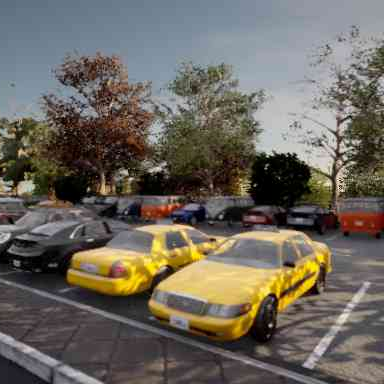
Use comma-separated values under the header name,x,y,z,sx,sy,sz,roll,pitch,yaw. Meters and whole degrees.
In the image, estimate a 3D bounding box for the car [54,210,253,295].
name,x,y,z,sx,sy,sz,roll,pitch,yaw
car,-0.542,1.492,8.718,1.946,1.575,5.366,0,0,36

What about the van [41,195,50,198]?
name,x,y,z,sx,sy,sz,roll,pitch,yaw
van,-17.685,1.389,37.146,1.878,1.987,4.442,0,0,36

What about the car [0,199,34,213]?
name,x,y,z,sx,sy,sz,roll,pitch,yaw
car,-22.146,1.641,40.217,2.097,1.535,5.008,0,0,36

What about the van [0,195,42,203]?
name,x,y,z,sx,sy,sz,roll,pitch,yaw
van,-9.580,1.301,15.159,1.878,1.987,4.442,0,0,36

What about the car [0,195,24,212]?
name,x,y,z,sx,sy,sz,roll,pitch,yaw
car,-24.507,1.403,41.894,2.435,2.045,5.566,0,0,36

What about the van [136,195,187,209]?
name,x,y,z,sx,sy,sz,roll,pitch,yaw
van,-1.863,1.296,25.720,1.878,1.987,4.442,0,0,36

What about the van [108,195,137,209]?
name,x,y,z,sx,sy,sz,roll,pitch,yaw
van,-4.246,1.309,27.153,1.878,1.987,4.442,0,0,36

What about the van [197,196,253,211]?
name,x,y,z,sx,sy,sz,roll,pitch,yaw
van,2.509,1.272,22.285,1.878,1.987,4.442,0,0,35

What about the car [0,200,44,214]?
name,x,y,z,sx,sy,sz,roll,pitch,yaw
car,-19.898,1.668,38.597,2.002,1.452,4.674,0,0,36

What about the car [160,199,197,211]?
name,x,y,z,sx,sy,sz,roll,pitch,yaw
car,0.318,1.508,24.008,2.097,1.535,5.008,0,0,36

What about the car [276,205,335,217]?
name,x,y,z,sx,sy,sz,roll,pitch,yaw
car,6.961,1.520,19.240,2.163,1.488,4.792,0,0,36

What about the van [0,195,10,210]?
name,x,y,z,sx,sy,sz,roll,pitch,yaw
van,-26.669,1.442,43.634,1.878,1.987,4.442,0,0,36

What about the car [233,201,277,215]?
name,x,y,z,sx,sy,sz,roll,pitch,yaw
car,4.822,1.520,20.785,2.163,1.488,4.792,0,0,36

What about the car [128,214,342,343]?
name,x,y,z,sx,sy,sz,roll,pitch,yaw
car,1.391,1.497,6.864,1.946,1.575,5.366,0,0,36

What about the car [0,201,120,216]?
name,x,y,z,sx,sy,sz,roll,pitch,yaw
car,-5.130,1.378,11.840,2.185,1.767,4.553,0,0,36

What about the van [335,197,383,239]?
name,x,y,z,sx,sy,sz,roll,pitch,yaw
van,9.260,1.269,17.688,1.878,1.987,4.442,0,0,36

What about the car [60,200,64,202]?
name,x,y,z,sx,sy,sz,roll,pitch,yaw
car,-8.685,1.310,30.468,2.435,2.045,5.566,0,0,36

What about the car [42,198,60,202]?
name,x,y,z,sx,sy,sz,roll,pitch,yaw
car,-13.163,1.588,33.730,2.097,1.535,5.008,0,0,36

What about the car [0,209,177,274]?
name,x,y,z,sx,sy,sz,roll,pitch,yaw
car,-2.898,1.497,10.183,2.231,1.521,4.892,0,0,36

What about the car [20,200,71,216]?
name,x,y,z,sx,sy,sz,roll,pitch,yaw
car,-15.505,1.642,35.431,2.002,1.452,4.674,0,0,36

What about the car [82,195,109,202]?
name,x,y,z,sx,sy,sz,roll,pitch,yaw
car,-6.439,1.297,28.846,2.435,2.045,5.566,0,0,36
